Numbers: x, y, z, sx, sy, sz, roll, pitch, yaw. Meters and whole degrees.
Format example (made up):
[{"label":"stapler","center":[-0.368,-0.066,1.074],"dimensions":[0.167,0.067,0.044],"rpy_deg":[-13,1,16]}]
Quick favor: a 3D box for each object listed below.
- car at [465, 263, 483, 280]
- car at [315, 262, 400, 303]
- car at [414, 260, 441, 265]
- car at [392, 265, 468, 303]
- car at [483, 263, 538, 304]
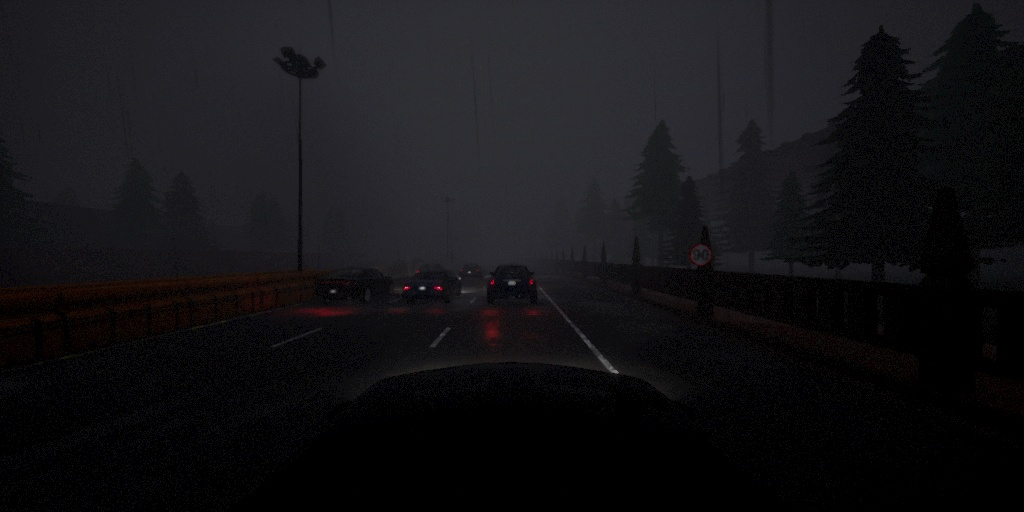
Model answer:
[{"label":"car","center":[-3.500,1.320,31.500],"dimensions":[1.994,1.385,4.181],"rpy_deg":[0,0,0]},{"label":"car","center":[-7.000,1.232,16.500],"dimensions":[1.882,1.535,5.008],"rpy_deg":[0,0,0]},{"label":"car","center":[-7.000,1.310,31.500],"dimensions":[2.033,1.411,5.357],"rpy_deg":[0,0,0]},{"label":"car","center":[-3.500,1.310,16.500],"dimensions":[2.033,1.411,5.357],"rpy_deg":[0,0,0]},{"label":"car","center":[0.000,1.113,16.470],"dimensions":[2.097,1.767,4.553],"rpy_deg":[0,0,0]}]
